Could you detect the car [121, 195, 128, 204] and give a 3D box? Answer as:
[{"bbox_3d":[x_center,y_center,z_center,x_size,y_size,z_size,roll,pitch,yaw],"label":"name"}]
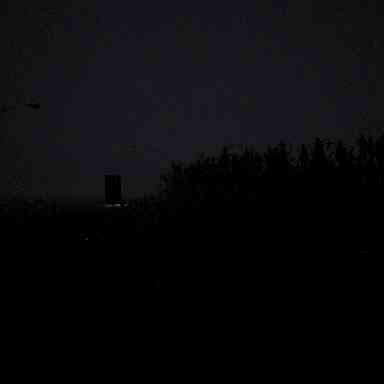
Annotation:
[{"bbox_3d":[-11.229,1.160,52.393,2.033,1.411,5.357,-1,1,-4],"label":"car"}]
